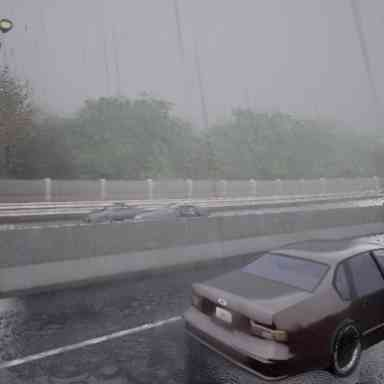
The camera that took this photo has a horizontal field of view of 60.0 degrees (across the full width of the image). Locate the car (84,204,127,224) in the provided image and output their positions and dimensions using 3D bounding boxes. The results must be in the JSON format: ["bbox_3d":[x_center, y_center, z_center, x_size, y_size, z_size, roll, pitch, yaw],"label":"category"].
[{"bbox_3d":[-4.892,1.478,21.867,4.181,1.385,1.994,0,0,-34],"label":"car"}]

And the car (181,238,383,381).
[{"bbox_3d":[2.433,1.508,5.467,5.357,1.411,2.033,-1,0,-35],"label":"car"}]

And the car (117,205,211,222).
[{"bbox_3d":[-0.913,1.524,16.108,4.718,1.301,1.895,0,0,-35],"label":"car"}]

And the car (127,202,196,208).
[{"bbox_3d":[-1.107,1.394,20.223,4.902,1.511,2.128,0,0,-35],"label":"car"}]
